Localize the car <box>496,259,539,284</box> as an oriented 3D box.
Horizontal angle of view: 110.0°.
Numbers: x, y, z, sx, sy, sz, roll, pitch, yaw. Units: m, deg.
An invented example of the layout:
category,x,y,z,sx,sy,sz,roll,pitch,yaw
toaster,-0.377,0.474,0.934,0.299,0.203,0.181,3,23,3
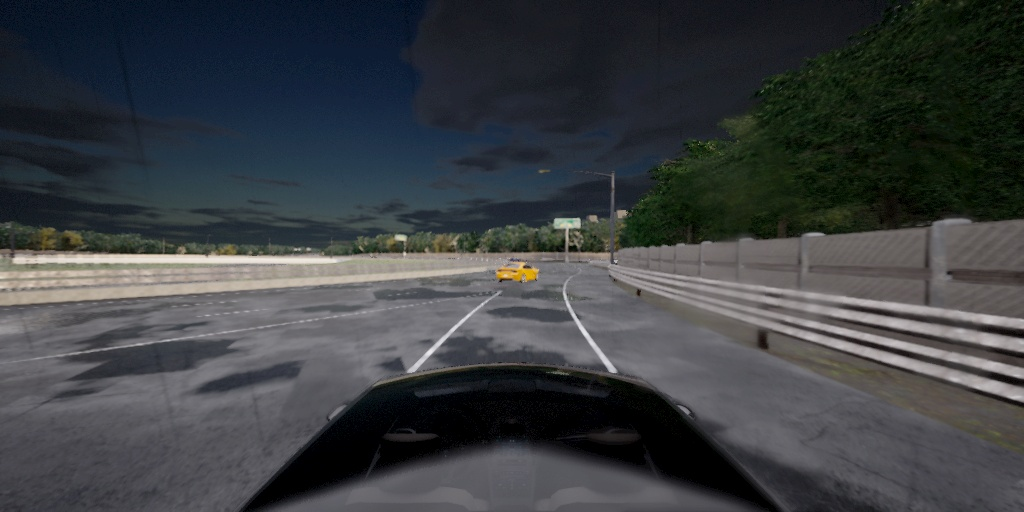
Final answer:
category,x,y,z,sx,sy,sz,roll,pitch,yaw
car,0.544,1.233,27.271,1.882,1.535,5.008,1,0,24
